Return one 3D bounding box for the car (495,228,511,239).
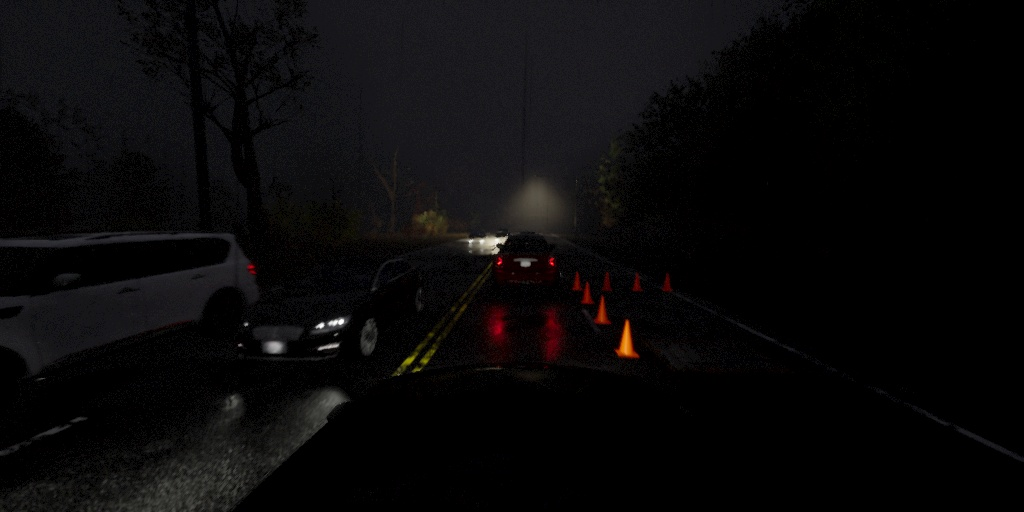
[{"bbox_3d":[-1.268,-3.219,50.593,1.837,1.490,4.892,1,5,3],"label":"car"}]

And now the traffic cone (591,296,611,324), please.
[{"bbox_3d":[2.050,1.200,8.175,0.340,0.580,0.340,0,0,2],"label":"traffic cone"}]

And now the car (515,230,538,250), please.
[{"bbox_3d":[1.318,-1.501,32.332,1.837,1.490,4.892,1,5,3],"label":"car"}]

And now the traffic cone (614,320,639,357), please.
[{"bbox_3d":[1.973,1.383,6.185,0.340,0.580,0.340,0,0,2],"label":"traffic cone"}]

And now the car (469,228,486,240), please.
[{"bbox_3d":[-4.635,-3.009,48.365,1.812,1.442,4.674,1,5,3],"label":"car"}]

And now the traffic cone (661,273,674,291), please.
[{"bbox_3d":[5.203,0.859,12.041,0.340,0.580,0.340,0,0,2],"label":"traffic cone"}]

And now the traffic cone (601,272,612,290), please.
[{"bbox_3d":[3.204,0.842,12.117,0.340,0.580,0.340,0,0,2],"label":"traffic cone"}]

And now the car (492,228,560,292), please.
[{"bbox_3d":[0.497,-0.017,12.843,2.097,1.767,4.553,0,7,2],"label":"car"}]

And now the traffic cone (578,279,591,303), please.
[{"bbox_3d":[2.128,1.017,10.165,0.340,0.580,0.340,0,0,2],"label":"traffic cone"}]

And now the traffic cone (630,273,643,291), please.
[{"bbox_3d":[4.204,0.850,12.079,0.340,0.580,0.340,0,0,2],"label":"traffic cone"}]

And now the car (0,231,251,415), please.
[{"bbox_3d":[-6.526,0.684,5.297,2.150,2.045,5.566,0,5,2],"label":"car"}]

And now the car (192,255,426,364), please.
[{"bbox_3d":[-3.192,0.780,7.377,2.128,1.511,4.902,0,5,2],"label":"car"}]

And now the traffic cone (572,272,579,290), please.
[{"bbox_3d":[2.205,0.833,12.155,0.340,0.580,0.340,0,0,2],"label":"traffic cone"}]
